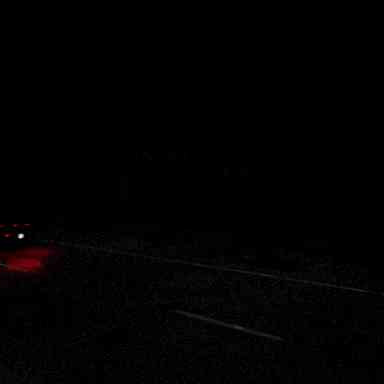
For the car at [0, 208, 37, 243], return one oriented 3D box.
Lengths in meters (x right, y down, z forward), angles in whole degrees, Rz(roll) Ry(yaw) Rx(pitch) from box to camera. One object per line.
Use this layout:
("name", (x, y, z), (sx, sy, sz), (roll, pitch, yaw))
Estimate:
("car", (-8.683, 1.454, 14.489), (4.892, 1.490, 1.837), (1, 0, 36))
